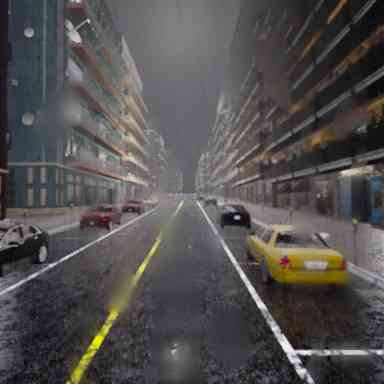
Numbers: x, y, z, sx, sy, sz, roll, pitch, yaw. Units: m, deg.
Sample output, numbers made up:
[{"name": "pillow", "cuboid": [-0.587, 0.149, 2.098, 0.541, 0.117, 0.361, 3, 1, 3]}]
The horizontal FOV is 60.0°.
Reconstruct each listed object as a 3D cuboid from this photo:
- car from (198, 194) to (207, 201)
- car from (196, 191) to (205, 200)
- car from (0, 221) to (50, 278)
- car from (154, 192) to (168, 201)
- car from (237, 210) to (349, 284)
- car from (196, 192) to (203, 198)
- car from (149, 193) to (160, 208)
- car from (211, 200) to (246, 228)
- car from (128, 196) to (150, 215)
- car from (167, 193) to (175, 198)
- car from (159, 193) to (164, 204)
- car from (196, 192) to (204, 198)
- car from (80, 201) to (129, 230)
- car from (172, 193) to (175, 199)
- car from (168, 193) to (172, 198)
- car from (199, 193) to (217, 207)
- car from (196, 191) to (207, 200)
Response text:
[{"name": "car", "cuboid": [2.165, 1.085, 71.269, 1.802, 1.307, 4.206, 1, 0, 0]}, {"name": "car", "cuboid": [2.199, 1.105, 65.607, 1.947, 1.339, 4.313, 1, 0, 0]}, {"name": "car", "cuboid": [-5.344, 1.516, 8.923, 2.008, 1.369, 4.403, 2, 0, 0]}, {"name": "car", "cuboid": [-5.605, 0.970, 54.235, 2.192, 1.841, 5.009, 2, 0, 0]}, {"name": "car", "cuboid": [2.535, 1.447, 9.134, 1.752, 1.417, 4.829, 1, 0, 0]}, {"name": "car", "cuboid": [2.034, 0.811, 93.924, 1.967, 1.590, 4.097, 1, 0, 0]}, {"name": "car", "cuboid": [-5.544, 1.256, 42.738, 1.752, 1.417, 4.829, 2, 0, 0]}, {"name": "car", "cuboid": [2.468, 1.409, 20.294, 1.947, 1.339, 4.313, 1, 0, 0]}, {"name": "car", "cuboid": [-5.478, 1.351, 31.581, 1.887, 1.381, 4.507, 2, 0, 0]}, {"name": "car", "cuboid": [-5.847, 0.957, 93.883, 1.887, 1.381, 4.507, 2, 0, 0]}, {"name": "car", "cuboid": [-5.577, 1.219, 48.402, 1.752, 1.417, 4.829, 2, 0, 0]}, {"name": "car", "cuboid": [2.068, 0.842, 88.259, 1.967, 1.590, 4.097, 1, 0, 0]}, {"name": "car", "cuboid": [-5.411, 1.430, 20.252, 1.887, 1.381, 4.507, 2, 0, 0]}, {"name": "car", "cuboid": [-5.812, 0.970, 88.048, 1.752, 1.417, 4.829, 2, 0, 0]}, {"name": "car", "cuboid": [-5.679, 1.131, 65.565, 2.008, 1.369, 4.403, 2, 0, 0]}, {"name": "car", "cuboid": [2.334, 1.238, 42.949, 2.008, 1.369, 4.403, 1, 0, 0]}, {"name": "car", "cuboid": [2.138, 0.783, 76.932, 2.192, 1.841, 5.009, 1, 0, 0]}]
